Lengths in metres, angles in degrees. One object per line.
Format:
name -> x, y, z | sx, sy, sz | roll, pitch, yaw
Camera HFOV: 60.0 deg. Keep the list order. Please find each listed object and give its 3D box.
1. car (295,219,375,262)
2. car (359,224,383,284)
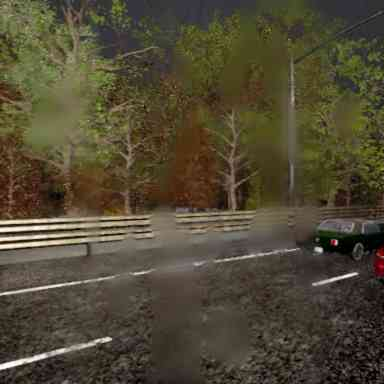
car -> 6.065, 1.666, 12.477 | 4.718, 1.301, 1.895 | 0, 0, -36
car -> 6.374, 1.578, 8.364 | 4.674, 1.442, 1.812 | 0, 0, -36
